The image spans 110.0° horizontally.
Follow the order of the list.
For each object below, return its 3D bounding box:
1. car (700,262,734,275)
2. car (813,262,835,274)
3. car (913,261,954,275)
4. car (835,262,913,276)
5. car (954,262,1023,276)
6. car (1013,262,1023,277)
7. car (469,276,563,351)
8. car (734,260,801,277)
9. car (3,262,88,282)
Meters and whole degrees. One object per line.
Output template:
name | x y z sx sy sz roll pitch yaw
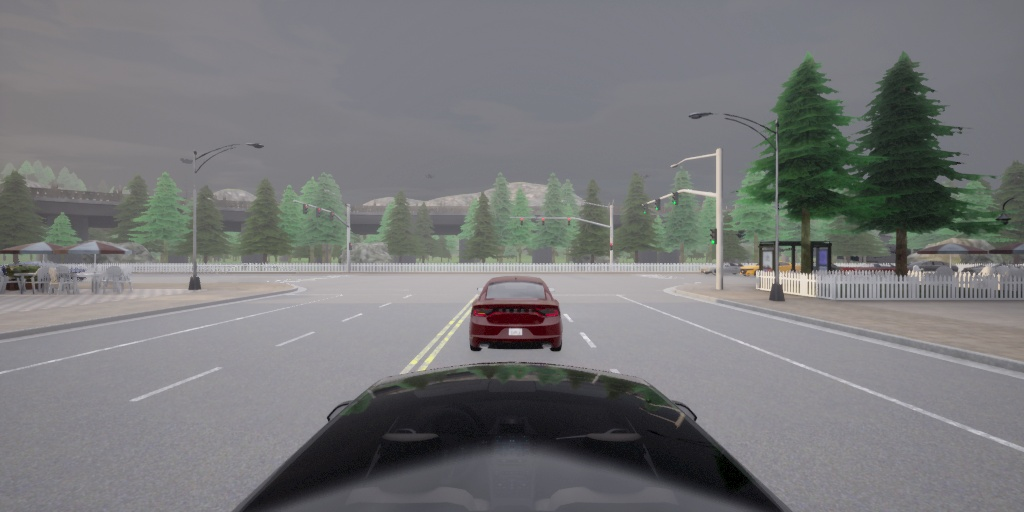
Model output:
car | 21.881 1.295 36.646 4.718 1.301 1.895 0 0 1
car | 31.050 1.295 36.498 4.718 1.301 1.895 0 0 2
car | 40.969 1.199 35.696 4.892 1.490 1.837 0 0 10
car | 33.121 1.295 32.923 4.718 1.301 1.895 0 0 2
car | 43.003 1.258 31.776 4.181 1.385 1.994 0 0 14
car | 50.983 1.241 33.042 5.357 1.411 2.033 0 0 22
car | 0.103 1.228 8.989 1.882 1.535 5.008 0 0 1
car | 23.817 1.172 33.115 5.008 1.535 1.882 0 0 1
car | -34.262 1.172 26.191 5.008 1.535 1.882 0 0 -2
